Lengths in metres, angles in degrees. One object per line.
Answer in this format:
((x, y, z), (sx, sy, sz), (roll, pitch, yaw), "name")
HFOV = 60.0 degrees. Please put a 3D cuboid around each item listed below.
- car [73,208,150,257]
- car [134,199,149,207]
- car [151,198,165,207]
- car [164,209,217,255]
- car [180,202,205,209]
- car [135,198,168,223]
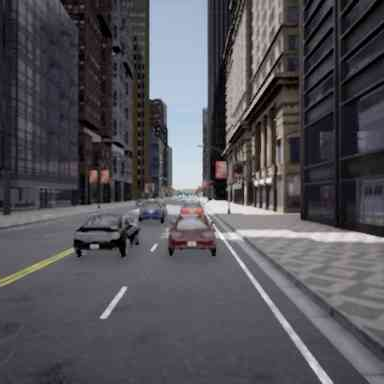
((-3.234, 1.623, 13.523), (2.128, 1.511, 4.902), (0, 0, 0), "car")
((-9.774, 2.118, 64.549), (2.128, 1.511, 4.902), (0, -1, 1), "car")
((-6.529, 1.973, 64.622), (2.097, 1.767, 4.553), (0, -1, 1), "car")
((0.020, 1.660, 13.914), (1.812, 1.442, 4.674), (0, 0, 0), "car")
((0.015, 1.622, 28.441), (2.097, 1.767, 4.553), (0, -1, 0), "car")
((-3.235, 1.622, 28.439), (2.097, 1.767, 4.553), (0, -1, 0), "car")
